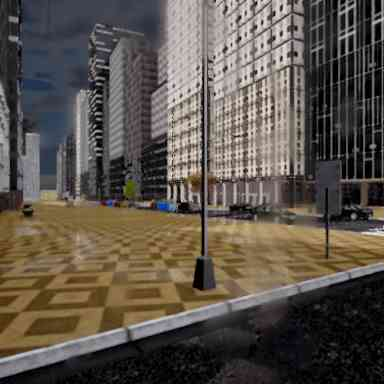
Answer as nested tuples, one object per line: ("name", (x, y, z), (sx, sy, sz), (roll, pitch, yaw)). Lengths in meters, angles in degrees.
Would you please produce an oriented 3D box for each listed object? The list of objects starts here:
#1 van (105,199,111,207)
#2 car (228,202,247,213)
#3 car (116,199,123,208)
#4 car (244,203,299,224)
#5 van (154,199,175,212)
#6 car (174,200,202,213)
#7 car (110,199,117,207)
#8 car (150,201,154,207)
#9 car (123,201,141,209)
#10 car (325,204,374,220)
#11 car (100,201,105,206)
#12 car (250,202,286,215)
("van", (-18.139, 2.528, 76.818), (1.690, 1.788, 3.998), (-1, -1, -26))
("car", (6.604, 2.050, 45.063), (1.947, 1.339, 4.313), (-1, -1, -26))
("car", (-13.147, 2.501, 66.546), (1.752, 1.417, 4.829), (-1, -1, -26))
("car", (6.437, 1.736, 26.224), (2.008, 1.369, 4.403), (-1, -1, -26))
("van", (-3.396, 1.916, 46.464), (1.690, 1.788, 3.998), (-1, -1, -26))
("car", (-0.361, 2.076, 46.210), (1.812, 1.442, 4.674), (0, -1, -26))
("car", (-15.678, 2.627, 71.757), (1.887, 1.381, 4.507), (-1, -1, -26))
("car", (-8.139, 2.672, 75.418), (1.802, 1.307, 4.206), (-1, -1, -26))
("car", (-10.763, 2.428, 61.639), (2.008, 1.369, 4.403), (-1, -1, -26))
("car", (13.975, 1.744, 29.885), (2.008, 1.369, 4.403), (-1, -1, -26))
("car", (-23.048, 2.940, 86.934), (1.887, 1.381, 4.507), (-1, -1, -26))
("car", (9.061, 1.952, 40.004), (1.947, 1.339, 4.313), (-1, -1, -26))
